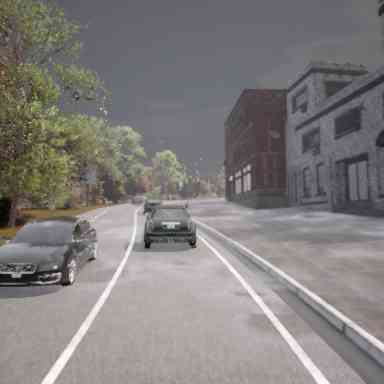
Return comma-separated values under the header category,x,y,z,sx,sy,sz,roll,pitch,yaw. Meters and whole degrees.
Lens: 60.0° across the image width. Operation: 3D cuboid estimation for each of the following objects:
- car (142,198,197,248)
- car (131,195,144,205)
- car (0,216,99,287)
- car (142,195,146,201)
category,x,y,z,sx,sy,sz,roll,pitch,yaw
car,-1.060,1.350,14.987,2.097,1.767,4.553,0,0,-7
car,-8.336,1.276,53.166,1.837,1.490,4.892,-1,0,4
car,-3.897,1.495,9.395,1.837,1.490,4.892,0,0,-5
car,-3.841,1.416,33.381,1.837,1.490,4.892,1,0,-9
